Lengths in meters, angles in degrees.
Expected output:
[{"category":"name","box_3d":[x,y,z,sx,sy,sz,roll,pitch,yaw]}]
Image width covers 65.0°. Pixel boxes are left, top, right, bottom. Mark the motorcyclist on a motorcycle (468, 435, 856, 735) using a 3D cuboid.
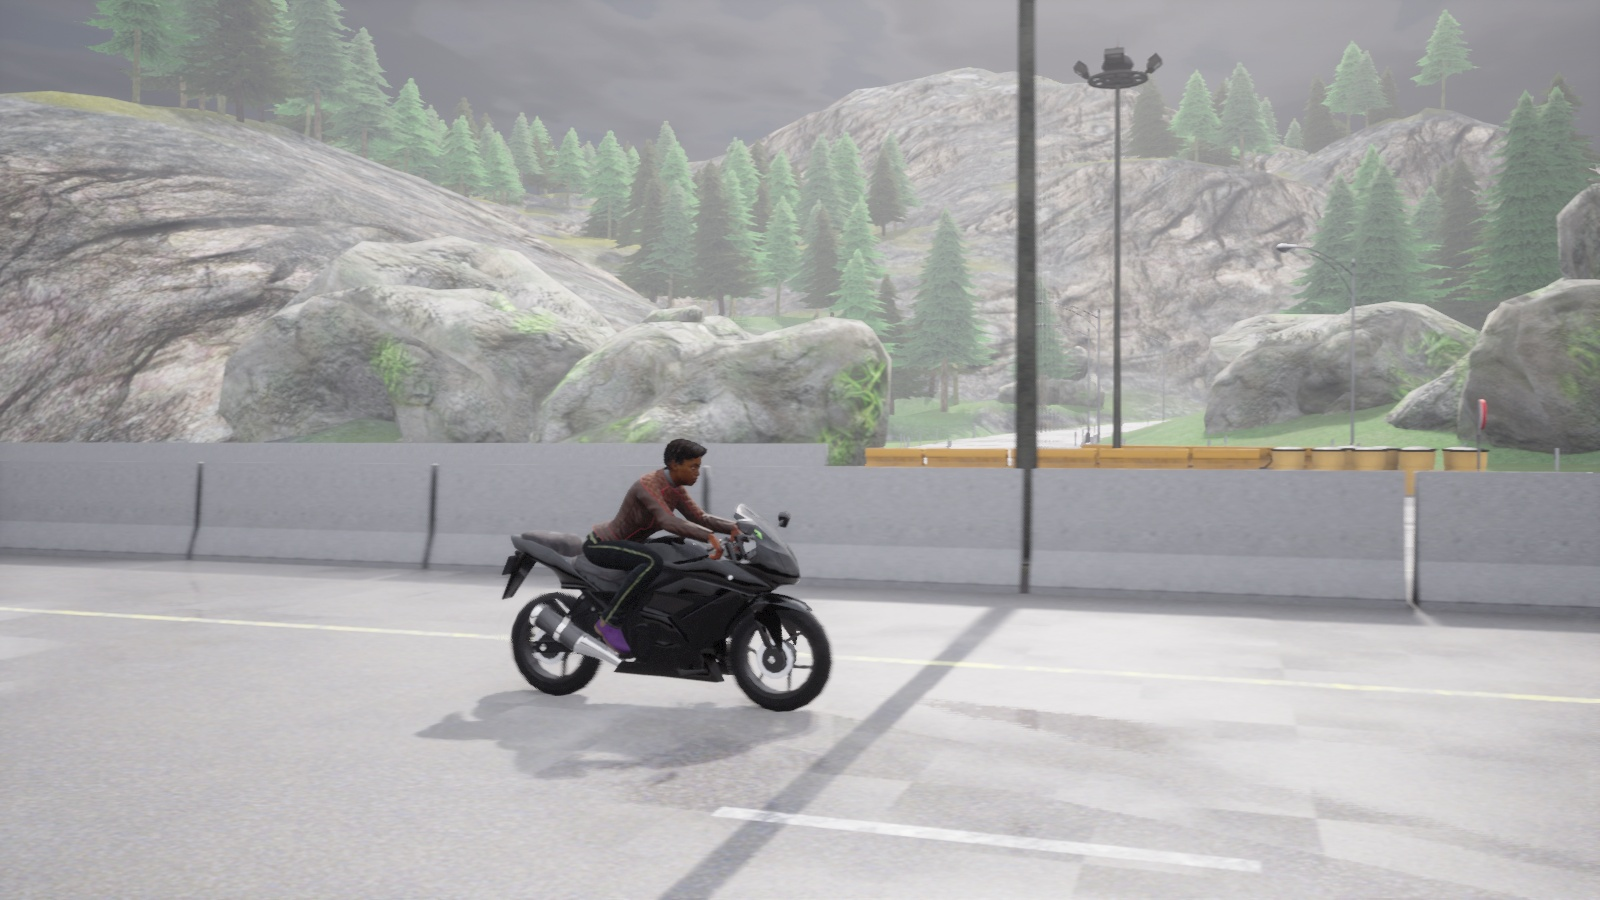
[{"category":"motorcyclist on a motorcycle","box_3d":[-0.778,0.686,7.147,2.044,1.523,0.797,1,1,19]}]
